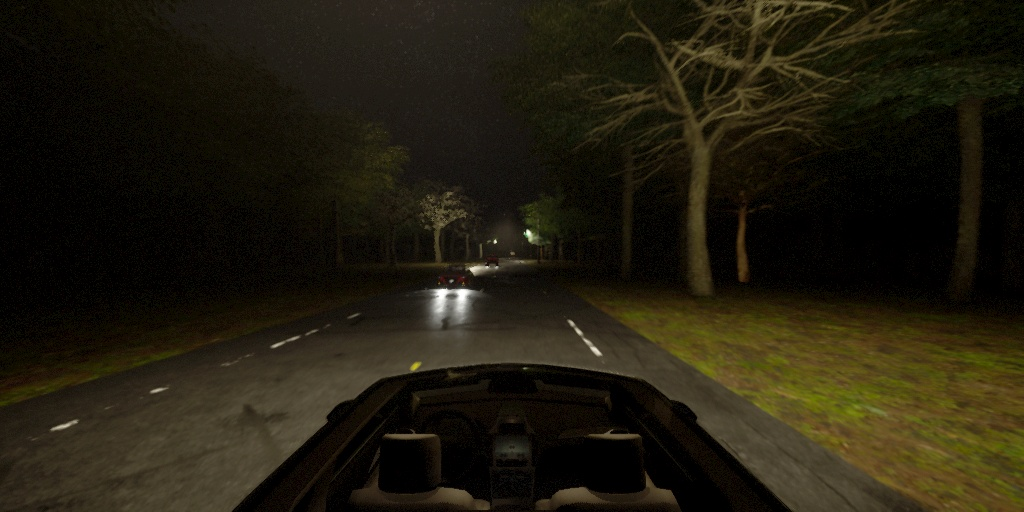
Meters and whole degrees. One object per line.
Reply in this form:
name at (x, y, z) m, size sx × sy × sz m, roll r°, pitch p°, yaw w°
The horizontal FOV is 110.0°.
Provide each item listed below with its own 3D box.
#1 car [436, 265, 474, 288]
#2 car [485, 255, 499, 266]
car at (-3.571, 1.278, 23.116) m, size 1.994 × 1.385 × 4.181 m, roll 0°, pitch 0°, yaw 0°
car at (-3.476, 0.757, 63.788) m, size 2.150 × 2.045 × 5.566 m, roll 0°, pitch 0°, yaw 0°
